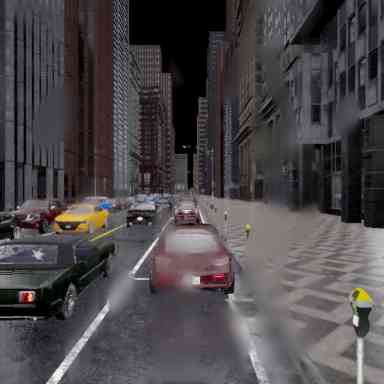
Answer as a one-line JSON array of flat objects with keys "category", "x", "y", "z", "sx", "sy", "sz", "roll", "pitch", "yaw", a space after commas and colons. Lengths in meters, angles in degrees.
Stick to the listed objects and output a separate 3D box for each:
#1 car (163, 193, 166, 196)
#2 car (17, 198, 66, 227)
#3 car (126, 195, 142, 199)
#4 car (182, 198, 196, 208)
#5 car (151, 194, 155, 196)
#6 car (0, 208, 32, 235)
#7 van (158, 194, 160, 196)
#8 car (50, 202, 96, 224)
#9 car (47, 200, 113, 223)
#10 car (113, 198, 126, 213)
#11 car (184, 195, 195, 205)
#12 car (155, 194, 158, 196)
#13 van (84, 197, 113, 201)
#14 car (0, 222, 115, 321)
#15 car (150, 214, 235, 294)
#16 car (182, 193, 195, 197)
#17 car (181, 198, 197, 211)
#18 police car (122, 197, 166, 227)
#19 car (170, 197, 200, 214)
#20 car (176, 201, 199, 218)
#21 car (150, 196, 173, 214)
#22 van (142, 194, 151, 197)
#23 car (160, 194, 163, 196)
[{"category": "car", "x": -8.912, "y": 1.324, "z": 87.347, "sx": 2.192, "sy": 1.841, "sz": 5.009, "roll": 0, "pitch": 0, "yaw": 0}, {"category": "car", "x": -8.911, "y": 1.314, "z": 19.706, "sx": 2.192, "sy": 1.841, "sz": 5.009, "roll": 0, "pitch": 0, "yaw": 0}, {"category": "car", "x": -8.911, "y": 1.439, "z": 47.891, "sx": 1.967, "sy": 1.590, "sz": 4.097, "roll": 0, "pitch": 0, "yaw": 0}, {"category": "car", "x": -0.385, "y": 1.565, "z": 47.899, "sx": 1.947, "sy": 1.339, "sz": 4.313, "roll": 0, "pitch": 0, "yaw": 0}, {"category": "car", "x": -8.911, "y": 1.525, "z": 64.631, "sx": 1.752, "sy": 1.417, "sz": 4.829, "roll": 0, "pitch": 0, "yaw": 0}, {"category": "car", "x": -8.910, "y": 1.565, "z": 14.070, "sx": 1.947, "sy": 1.339, "sz": 4.313, "roll": 0, "pitch": 0, "yaw": 0}, {"category": "van", "x": -8.911, "y": 1.345, "z": 76.073, "sx": 1.690, "sy": 1.788, "sz": 3.998, "roll": 0, "pitch": 0, "yaw": 0}, {"category": "car", "x": -8.910, "y": 1.544, "z": 25.344, "sx": 1.887, "sy": 1.381, "sz": 4.507, "roll": 0, "pitch": 0, "yaw": 0}, {"category": "car", "x": -6.245, "y": 1.477, "z": 19.234, "sx": 1.882, "sy": 1.535, "sz": 5.008, "roll": 0, "pitch": 0, "yaw": 0}, {"category": "car", "x": -8.911, "y": 1.439, "z": 36.617, "sx": 1.967, "sy": 1.590, "sz": 4.097, "roll": 0, "pitch": 0, "yaw": 0}, {"category": "car", "x": -0.386, "y": 1.439, "z": 59.171, "sx": 1.967, "sy": 1.590, "sz": 4.097, "roll": 0, "pitch": 0, "yaw": 0}, {"category": "car", "x": -8.911, "y": 1.552, "z": 70.437, "sx": 2.008, "sy": 1.369, "sz": 4.403, "roll": 0, "pitch": 0, "yaw": 0}, {"category": "van", "x": -8.911, "y": 1.340, "z": 30.980, "sx": 1.690, "sy": 1.788, "sz": 3.998, "roll": 0, "pitch": 0, "yaw": 0}, {"category": "car", "x": -3.050, "y": 1.600, "z": 7.237, "sx": 1.895, "sy": 1.301, "sz": 4.718, "roll": 0, "pitch": 0, "yaw": 0}, {"category": "car", "x": 0.003, "y": 1.525, "z": 8.651, "sx": 1.812, "sy": 1.442, "sz": 4.674, "roll": 0, "pitch": 0, "yaw": 0}, {"category": "car", "x": -0.386, "y": 1.314, "z": 36.627, "sx": 2.192, "sy": 1.841, "sz": 5.009, "roll": 0, "pitch": 0, "yaw": 0}, {"category": "car", "x": -0.385, "y": 1.543, "z": 42.263, "sx": 1.887, "sy": 1.381, "sz": 4.507, "roll": 0, "pitch": 0, "yaw": 0}, {"category": "police car", "x": -3.144, "y": 1.424, "z": 22.719, "sx": 1.930, "sy": 1.638, "sz": 5.238, "roll": 0, "pitch": 0, "yaw": 0}, {"category": "car", "x": -0.386, "y": 1.439, "z": 25.353, "sx": 1.967, "sy": 1.590, "sz": 4.097, "roll": 0, "pitch": 0, "yaw": 0}, {"category": "car", "x": -0.385, "y": 1.565, "z": 30.990, "sx": 1.947, "sy": 1.339, "sz": 4.313, "roll": 0, "pitch": 0, "yaw": 0}, {"category": "car", "x": -3.049, "y": 1.490, "z": 35.997, "sx": 2.128, "sy": 1.511, "sz": 4.902, "roll": 0, "pitch": 0, "yaw": 0}, {"category": "van", "x": -8.911, "y": 1.340, "z": 59.164, "sx": 1.690, "sy": 1.788, "sz": 3.998, "roll": 0, "pitch": 0, "yaw": 0}, {"category": "car", "x": -8.911, "y": 1.447, "z": 81.710, "sx": 1.967, "sy": 1.590, "sz": 4.097, "roll": 0, "pitch": 0, "yaw": 0}]
